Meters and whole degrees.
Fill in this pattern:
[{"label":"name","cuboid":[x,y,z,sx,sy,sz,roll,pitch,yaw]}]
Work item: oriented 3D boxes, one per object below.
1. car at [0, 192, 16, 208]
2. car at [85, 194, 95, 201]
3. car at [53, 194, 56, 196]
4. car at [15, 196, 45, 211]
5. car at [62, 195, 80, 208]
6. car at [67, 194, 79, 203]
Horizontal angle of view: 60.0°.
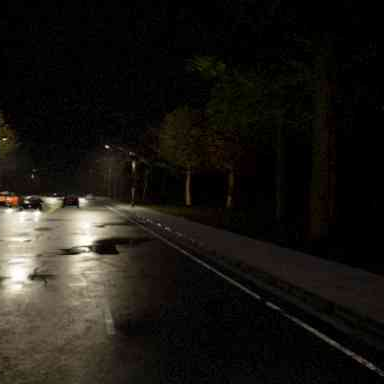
[{"label":"car","cuboid":[-20.177,0.791,35.859,2.097,1.767,4.553,2,0,-19]},{"label":"car","cuboid":[-21.571,1.113,70.234,1.812,1.442,4.674,2,0,-19]},{"label":"car","cuboid":[-29.427,0.682,73.079,2.033,1.411,5.357,2,0,-19]},{"label":"car","cuboid":[-15.793,1.140,33.012,1.994,1.385,4.181,2,0,-19]},{"label":"car","cuboid":[-14.862,1.128,40.986,1.882,1.535,5.008,2,0,-19]},{"label":"car","cuboid":[-20.782,1.146,58.289,1.895,1.301,4.718,2,0,-19]}]
